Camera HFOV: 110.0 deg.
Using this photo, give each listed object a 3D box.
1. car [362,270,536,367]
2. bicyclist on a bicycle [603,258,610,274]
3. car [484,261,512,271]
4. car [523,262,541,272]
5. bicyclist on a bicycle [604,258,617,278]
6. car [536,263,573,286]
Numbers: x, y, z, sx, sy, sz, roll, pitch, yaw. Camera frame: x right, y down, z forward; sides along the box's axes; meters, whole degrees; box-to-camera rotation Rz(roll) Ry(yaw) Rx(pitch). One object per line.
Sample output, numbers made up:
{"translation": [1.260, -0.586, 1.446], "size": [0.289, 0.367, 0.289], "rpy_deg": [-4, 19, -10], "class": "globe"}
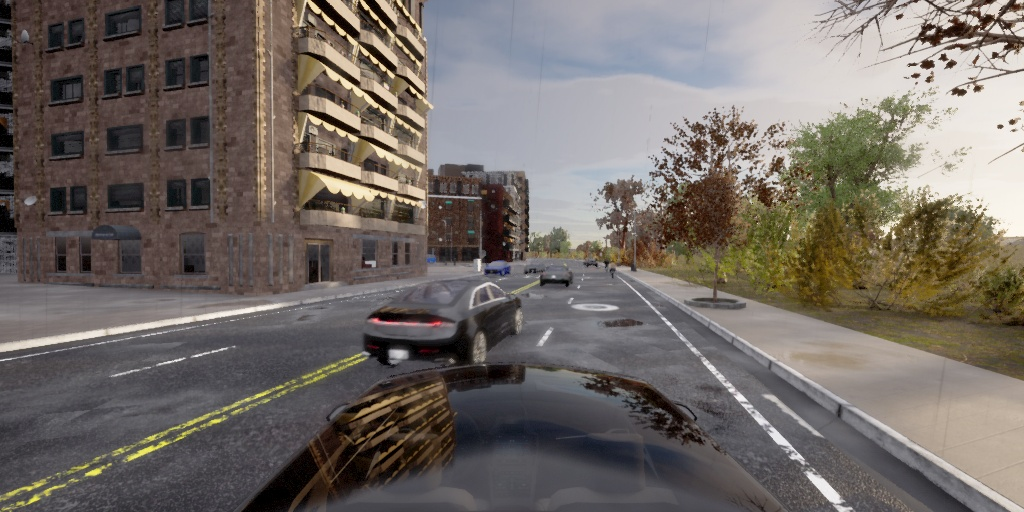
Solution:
{"translation": [-1.070, 1.241, 7.669], "size": [2.128, 1.511, 4.902], "rpy_deg": [0, 0, 14], "class": "car"}
{"translation": [10.715, 1.106, 40.600], "size": [0.659, 1.776, 1.843], "rpy_deg": [0, 0, 12], "class": "bicyclist on a bicycle"}
{"translation": [-1.357, 1.223, 35.417], "size": [1.882, 1.535, 5.008], "rpy_deg": [0, 0, 12], "class": "car"}
{"translation": [2.483, 1.307, 37.833], "size": [1.994, 1.385, 4.181], "rpy_deg": [0, 0, 12], "class": "car"}
{"translation": [8.724, 1.177, 31.098], "size": [0.866, 1.612, 1.509], "rpy_deg": [0, 0, 12], "class": "bicyclist on a bicycle"}
{"translation": [3.172, 1.309, 25.020], "size": [1.994, 1.385, 4.181], "rpy_deg": [0, 0, 13], "class": "car"}
